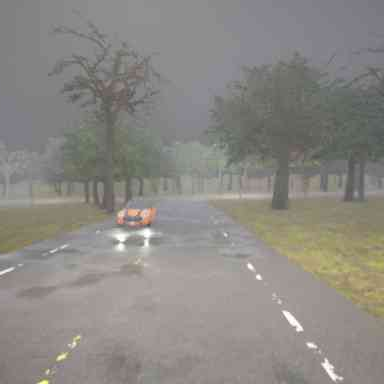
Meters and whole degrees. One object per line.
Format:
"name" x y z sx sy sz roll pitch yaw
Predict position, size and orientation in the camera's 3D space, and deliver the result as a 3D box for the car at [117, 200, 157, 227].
"car" -3.595 1.333 22.304 2.097 1.767 4.553 0 0 0
